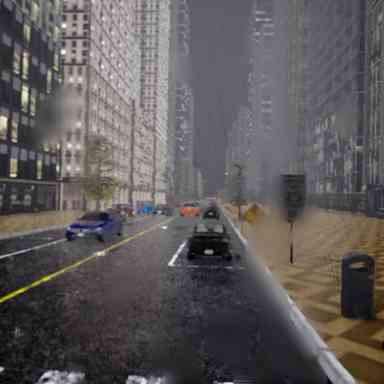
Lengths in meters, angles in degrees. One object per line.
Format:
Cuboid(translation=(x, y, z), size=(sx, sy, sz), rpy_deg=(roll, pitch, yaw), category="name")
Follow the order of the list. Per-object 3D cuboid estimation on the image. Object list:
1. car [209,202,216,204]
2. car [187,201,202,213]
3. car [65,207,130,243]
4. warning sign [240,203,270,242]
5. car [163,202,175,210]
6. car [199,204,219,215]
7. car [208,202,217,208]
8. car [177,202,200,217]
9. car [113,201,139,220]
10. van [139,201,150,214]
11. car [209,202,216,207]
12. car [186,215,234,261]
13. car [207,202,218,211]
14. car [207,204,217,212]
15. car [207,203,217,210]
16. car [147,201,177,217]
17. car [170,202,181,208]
Cuboid(translation=(3.162, 2.646, 52.864), size=(1.947, 1.339, 4.313), rpy_deg=(1, -1, 4), category="car")
Cuboid(translation=(0.491, 2.358, 52.637), size=(2.097, 1.767, 4.553), rpy_deg=(1, -1, 4), category="car")
Cuboid(translation=(-4.940, 1.738, 17.546), size=(1.812, 1.442, 4.674), rpy_deg=(1, -1, 4), category="car")
Cuboid(translation=(3.244, 1.541, 17.260), size=(1.300, 1.860, 1.060), rpy_deg=(2, 0, 4), category="warning sign")
Cuboid(translation=(-4.462, 2.674, 64.675), size=(1.802, 1.307, 4.206), rpy_deg=(1, -1, 4), category="car")
Cuboid(translation=(2.057, 2.307, 35.975), size=(1.947, 1.339, 4.313), rpy_deg=(1, -1, 4), category="car")
Cuboid(translation=(5.002, 3.210, 81.012), size=(1.947, 1.339, 4.313), rpy_deg=(1, -1, 4), category="car")
Cuboid(translation=(-0.195, 2.137, 41.659), size=(2.097, 1.767, 4.553), rpy_deg=(1, -1, 4), category="car")
Cuboid(translation=(-6.668, 1.854, 30.908), size=(1.967, 1.590, 4.097), rpy_deg=(1, -1, 4), category="car")
Cuboid(translation=(-5.931, 1.982, 42.166), size=(1.690, 1.788, 3.998), rpy_deg=(1, -1, 4), category="van")
Cuboid(translation=(5.738, 3.412, 92.271), size=(1.887, 1.381, 4.507), rpy_deg=(1, -1, 4), category="car")
Cuboid(translation=(0.714, 1.839, 13.451), size=(2.008, 1.369, 4.403), rpy_deg=(1, -1, 4), category="car")
Cuboid(translation=(3.899, 2.746, 64.125), size=(1.967, 1.590, 4.097), rpy_deg=(1, -1, 4), category="car")
Cuboid(translation=(3.529, 2.775, 58.493), size=(1.802, 1.307, 4.206), rpy_deg=(1, -1, 4), category="car")
Cuboid(translation=(4.265, 2.984, 69.752), size=(1.947, 1.339, 4.313), rpy_deg=(1, -1, 4), category="car")
Cuboid(translation=(-3.452, 2.152, 39.577), size=(2.128, 1.511, 4.902), rpy_deg=(1, -1, 4), category="car")
Cuboid(translation=(-3.727, 2.883, 75.931), size=(1.947, 1.339, 4.313), rpy_deg=(1, -1, 4), category="car")
